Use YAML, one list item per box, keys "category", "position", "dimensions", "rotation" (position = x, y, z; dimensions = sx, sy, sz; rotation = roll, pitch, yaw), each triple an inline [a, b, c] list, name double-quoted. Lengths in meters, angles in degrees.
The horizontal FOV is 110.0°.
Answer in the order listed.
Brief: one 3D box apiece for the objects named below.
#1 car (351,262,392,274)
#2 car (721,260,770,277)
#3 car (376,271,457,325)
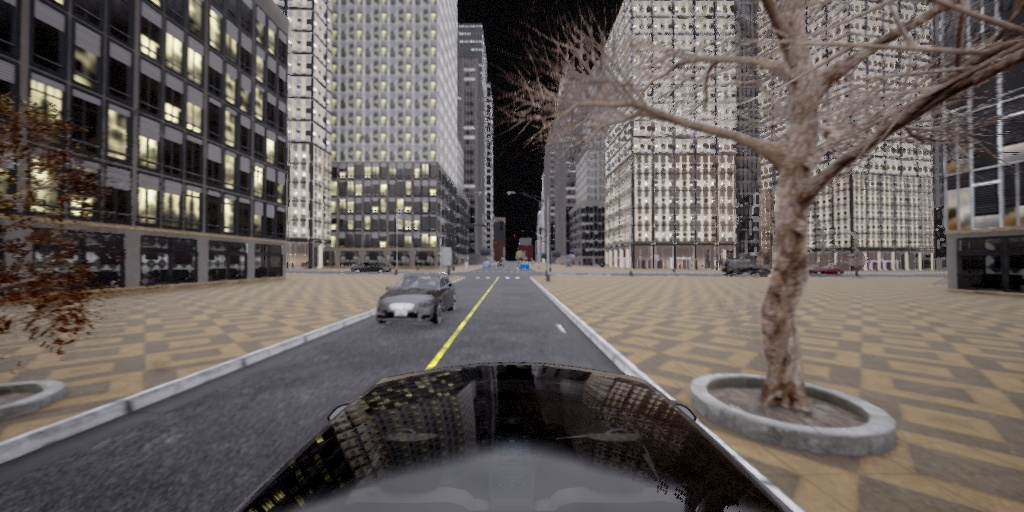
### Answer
- category: "car"
  position: [-17.759, 1.527, 45.299]
  dimensions: [4.892, 1.490, 1.837]
  rotation: [1, -1, -1]
- category: "car"
  position: [30.116, 1.582, 46.360]
  dimensions: [5.566, 2.045, 2.150]
  rotation: [0, -1, -1]
- category: "car"
  position: [-3.110, 1.368, 12.500]
  dimensions: [2.128, 1.511, 4.902]
  rotation: [0, -1, 0]
